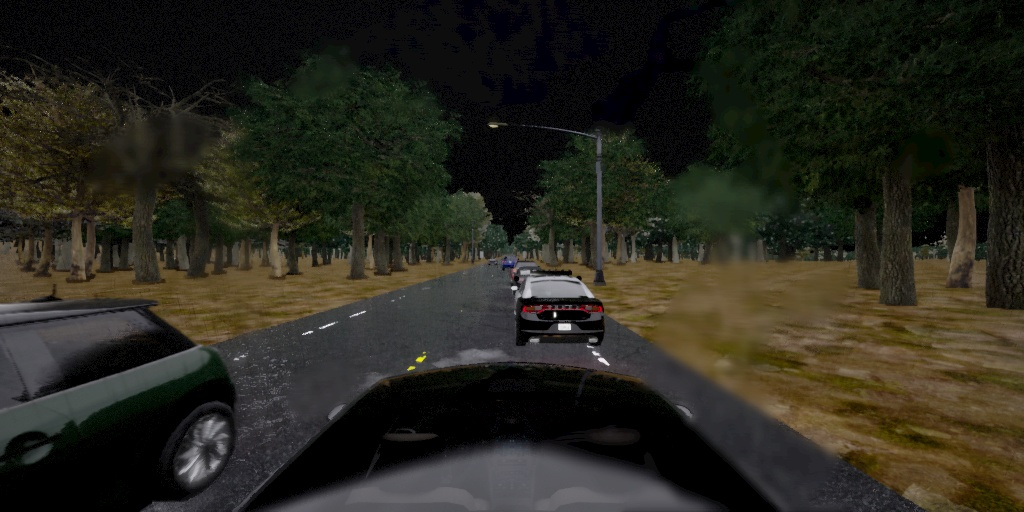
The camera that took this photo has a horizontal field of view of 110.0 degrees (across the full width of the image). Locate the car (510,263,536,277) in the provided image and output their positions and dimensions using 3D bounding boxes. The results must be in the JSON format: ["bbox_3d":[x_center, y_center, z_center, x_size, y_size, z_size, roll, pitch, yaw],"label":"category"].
[{"bbox_3d":[0.964,1.279,19.468,1.812,1.442,4.674,0,0,0],"label":"car"}]

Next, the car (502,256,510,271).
[{"bbox_3d":[-0.208,0.952,49.465,2.150,2.045,5.566,0,0,0],"label":"car"}]

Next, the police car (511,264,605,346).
[{"bbox_3d":[1.013,1.178,9.575,1.930,1.638,5.238,0,0,0],"label":"police car"}]

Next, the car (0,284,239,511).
[{"bbox_3d":[-3.596,1.102,1.401,2.097,1.767,4.553,0,0,0],"label":"car"}]

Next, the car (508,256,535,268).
[{"bbox_3d":[0.934,1.101,25.439,2.097,1.767,4.553,0,0,0],"label":"car"}]
